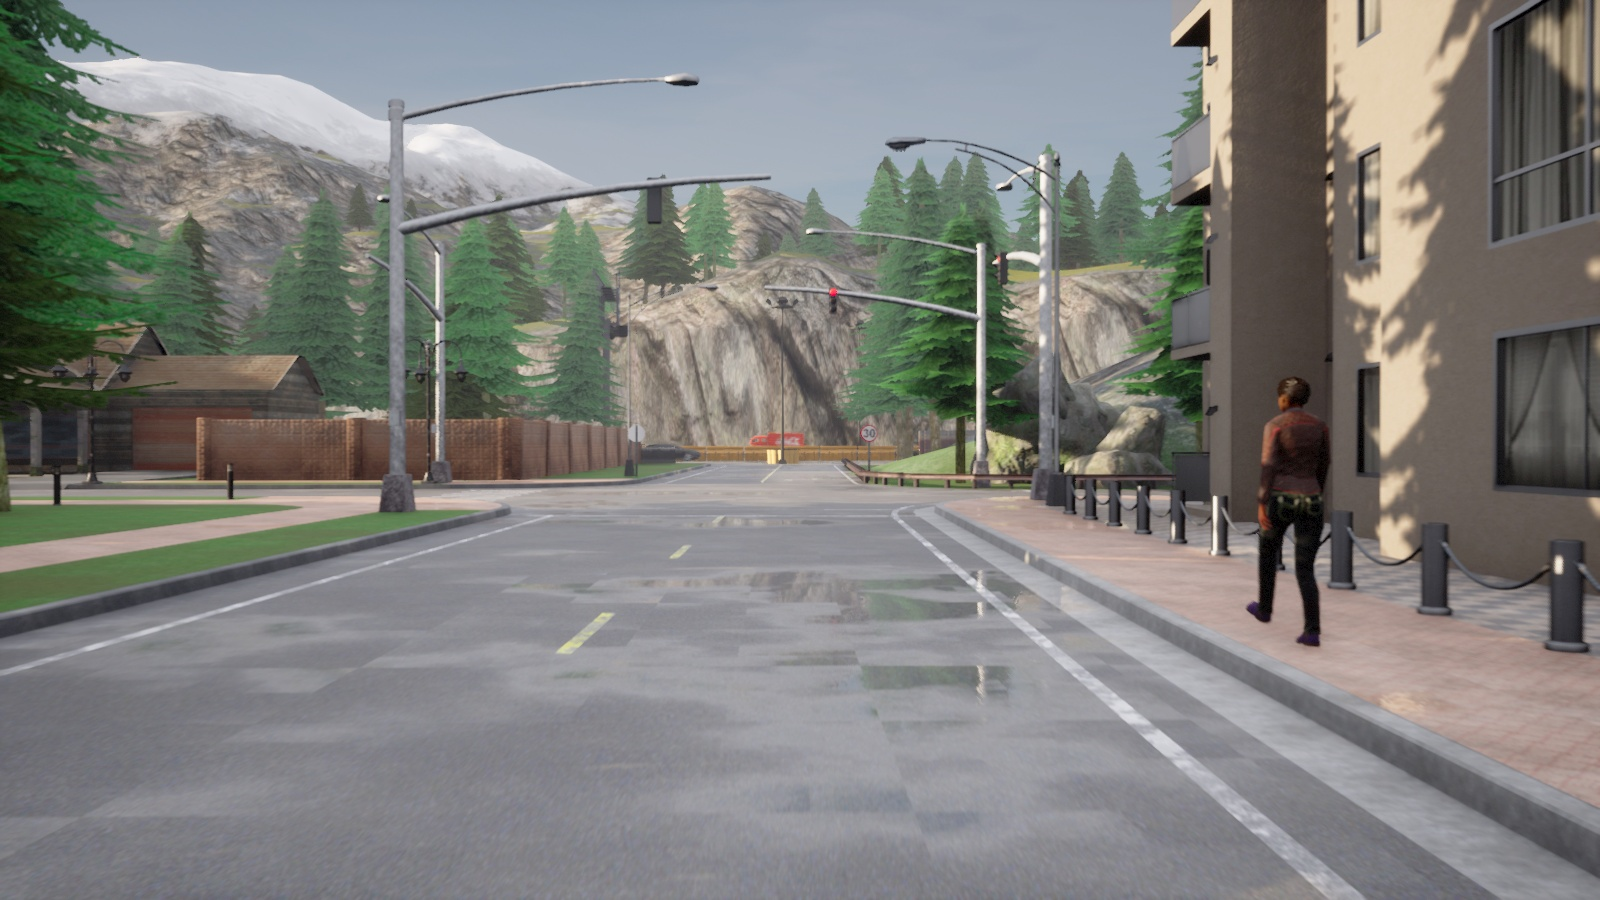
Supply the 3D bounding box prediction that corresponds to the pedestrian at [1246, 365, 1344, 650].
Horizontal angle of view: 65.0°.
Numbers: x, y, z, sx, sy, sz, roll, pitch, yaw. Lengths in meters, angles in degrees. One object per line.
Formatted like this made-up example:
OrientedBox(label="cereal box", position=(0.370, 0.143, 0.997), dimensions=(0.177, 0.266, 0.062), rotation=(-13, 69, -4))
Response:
OrientedBox(label="pedestrian", position=(3.293, 0.362, 8.398), dimensions=(0.328, 1.805, 0.869), rotation=(0, 0, 2))
